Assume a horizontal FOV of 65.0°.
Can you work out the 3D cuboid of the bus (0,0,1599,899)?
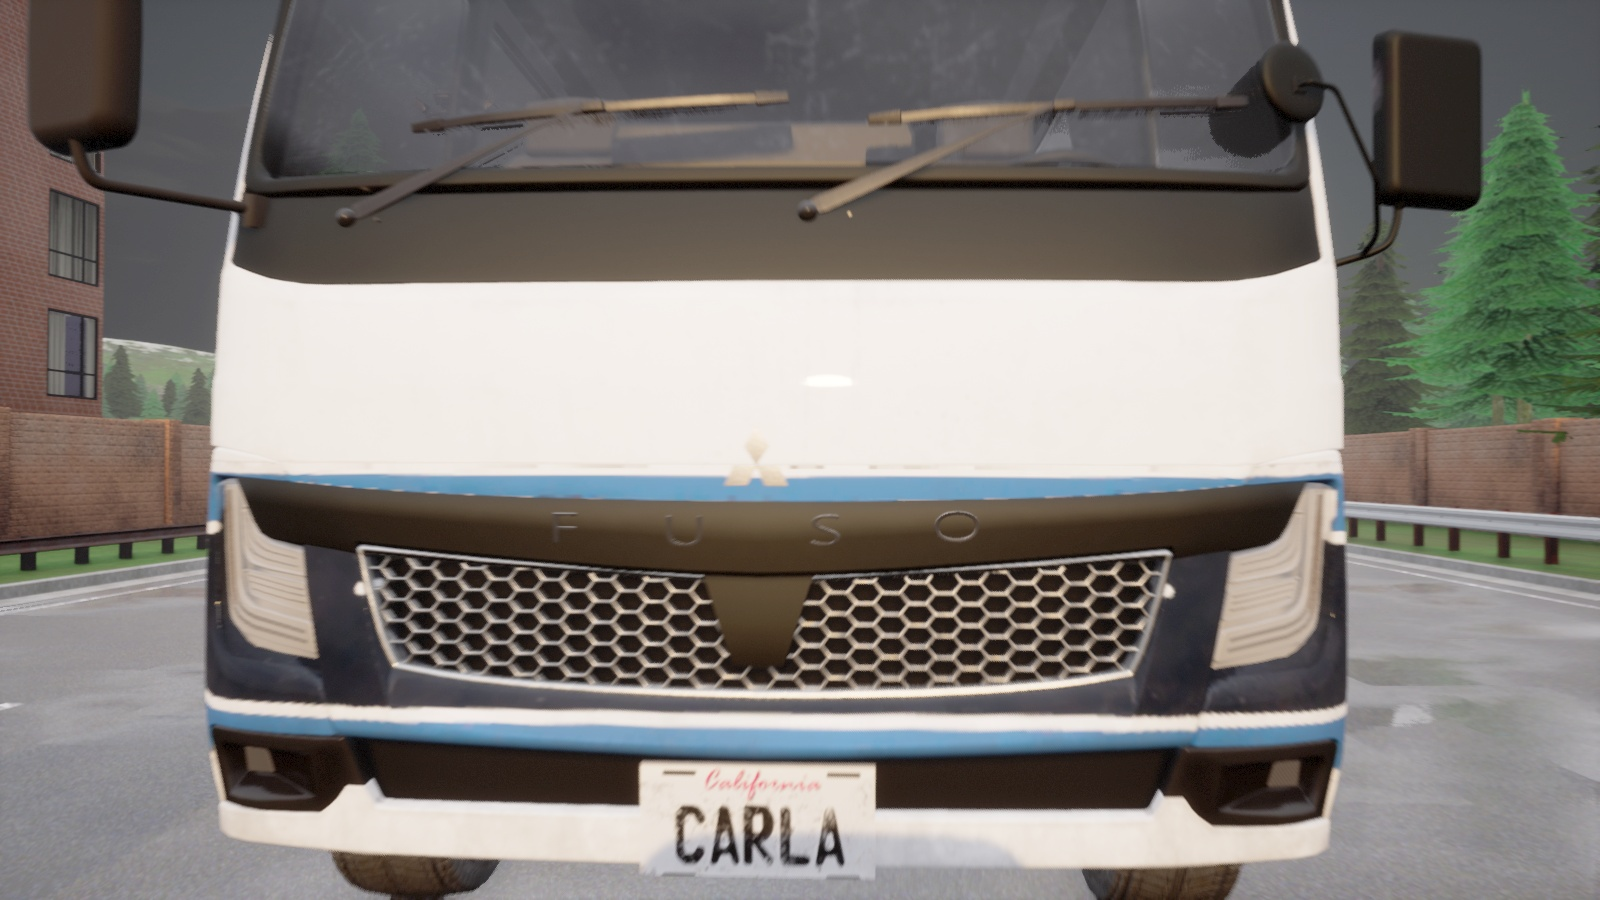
[{"bbox_3d":[0.064,-0.450,7.544,3.944,4.253,10.273,0,-1,2],"label":"bus"}]
